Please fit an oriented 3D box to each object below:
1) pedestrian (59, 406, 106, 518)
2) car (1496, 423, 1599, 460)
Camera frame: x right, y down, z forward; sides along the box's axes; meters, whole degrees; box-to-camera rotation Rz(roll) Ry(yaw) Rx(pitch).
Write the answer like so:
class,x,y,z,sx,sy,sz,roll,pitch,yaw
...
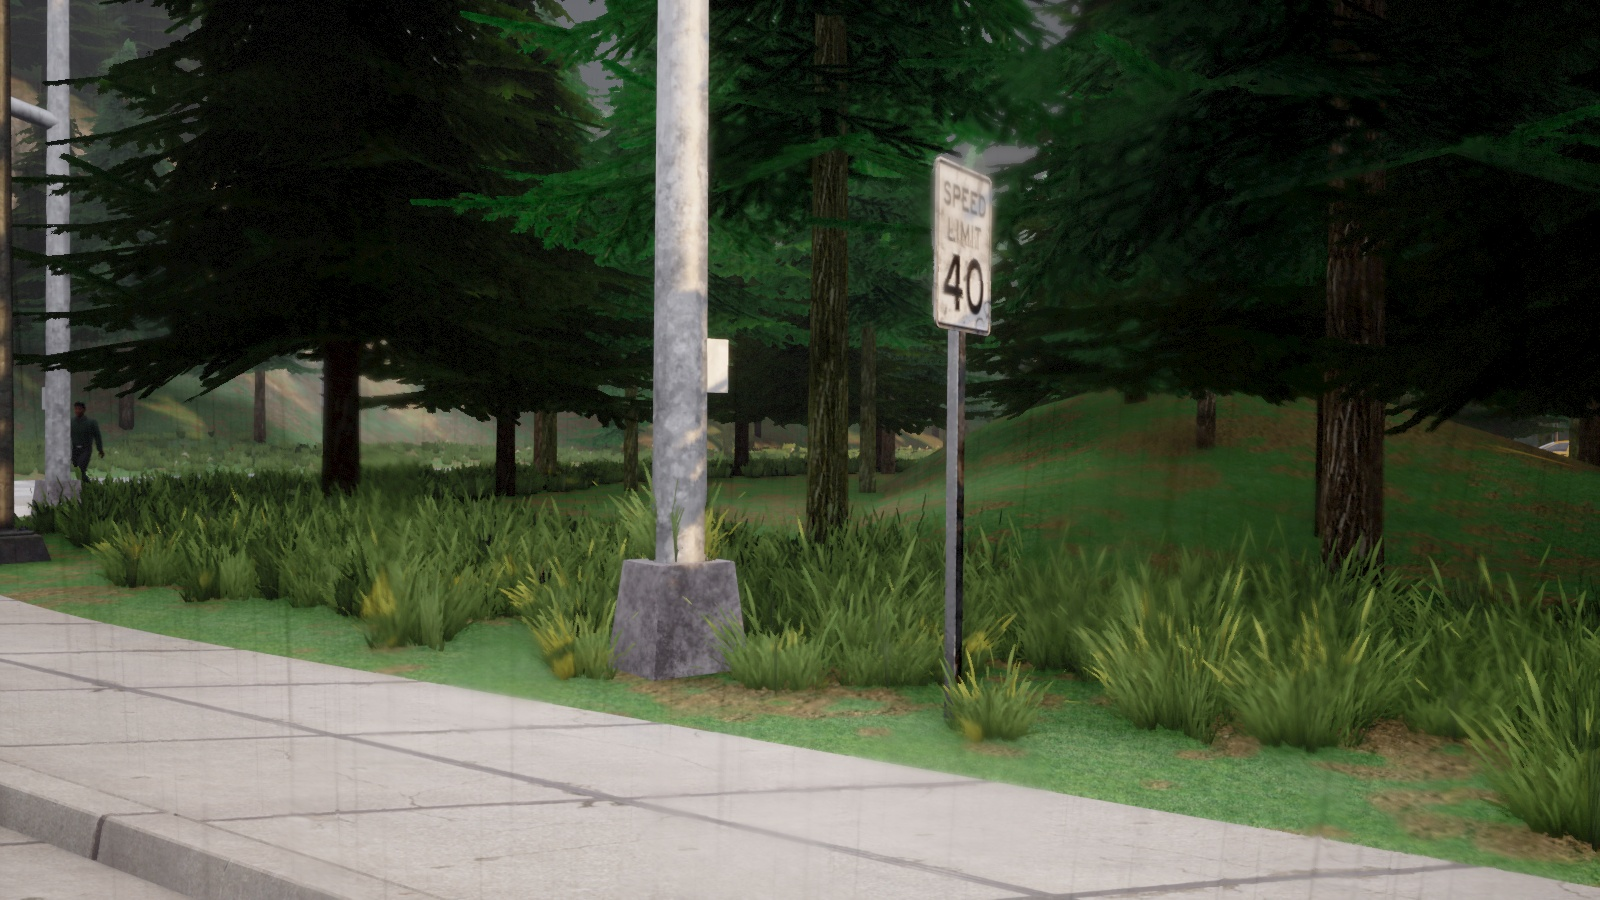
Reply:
class,x,y,z,sx,sy,sz,roll,pitch,yaw
pedestrian,-12.725,0.204,22.288,0.423,1.949,0.788,-1,1,-7
car,33.110,-0.368,54.063,5.366,1.575,1.801,0,1,33
